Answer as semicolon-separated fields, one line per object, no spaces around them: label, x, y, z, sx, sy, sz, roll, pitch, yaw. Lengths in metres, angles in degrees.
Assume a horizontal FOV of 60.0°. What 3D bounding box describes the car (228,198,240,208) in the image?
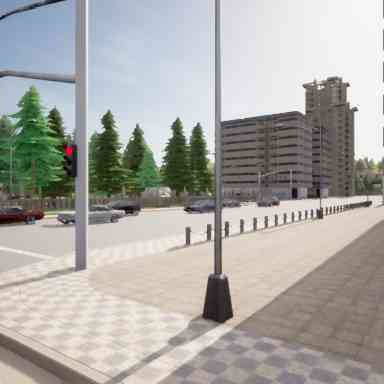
car;5.149;1.565;46.971;1.994;1.385;4.181;0;0;36

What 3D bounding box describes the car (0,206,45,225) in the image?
car;-12.588;1.601;22.276;1.895;1.301;4.718;0;0;37

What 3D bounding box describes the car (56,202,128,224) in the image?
car;-7.162;1.601;23.773;1.895;1.301;4.718;0;0;36

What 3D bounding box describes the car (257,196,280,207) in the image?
car;11.467;1.415;49.707;2.097;1.767;4.553;0;0;36

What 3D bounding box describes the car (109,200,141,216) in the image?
car;-6.838;1.478;30.251;1.882;1.535;5.008;0;0;36

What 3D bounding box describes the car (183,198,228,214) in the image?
car;1.309;1.546;35.637;2.033;1.411;5.357;0;0;36
